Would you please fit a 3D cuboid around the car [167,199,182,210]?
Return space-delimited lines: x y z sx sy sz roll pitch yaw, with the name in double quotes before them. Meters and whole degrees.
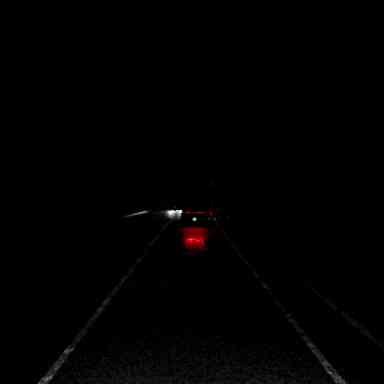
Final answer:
"car" -1.826 1.602 42.590 1.994 1.385 4.181 -1 0 9

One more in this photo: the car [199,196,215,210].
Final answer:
"car" 1.761 1.336 41.553 2.097 1.767 4.553 -1 0 8

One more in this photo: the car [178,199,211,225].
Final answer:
"car" 0.236 1.513 24.380 1.837 1.490 4.892 0 1 2
